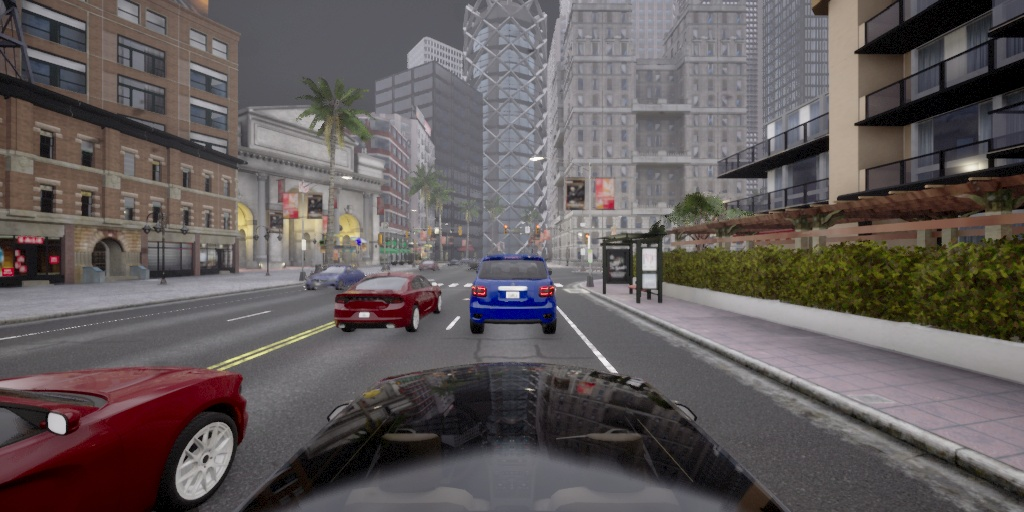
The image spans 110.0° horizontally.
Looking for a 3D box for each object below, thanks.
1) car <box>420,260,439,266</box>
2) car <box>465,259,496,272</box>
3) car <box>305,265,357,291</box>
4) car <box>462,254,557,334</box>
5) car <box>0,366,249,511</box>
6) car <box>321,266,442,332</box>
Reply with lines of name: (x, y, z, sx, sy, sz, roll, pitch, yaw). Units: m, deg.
car: (-10.589, 1.275, 46.052, 1.812, 1.442, 4.674, 0, 0, 0)
car: (-4.146, 1.241, 46.604, 2.128, 1.511, 4.902, 0, 0, -30)
car: (-10.582, 1.275, 21.852, 1.812, 1.442, 4.674, 0, 0, 0)
car: (0.054, 0.971, 10.763, 2.150, 2.045, 5.566, 0, 0, 1)
car: (-3.390, 1.228, 1.294, 1.882, 1.535, 5.008, 0, 0, 0)
car: (-3.441, 1.228, 10.873, 1.882, 1.535, 5.008, 0, 0, 0)
